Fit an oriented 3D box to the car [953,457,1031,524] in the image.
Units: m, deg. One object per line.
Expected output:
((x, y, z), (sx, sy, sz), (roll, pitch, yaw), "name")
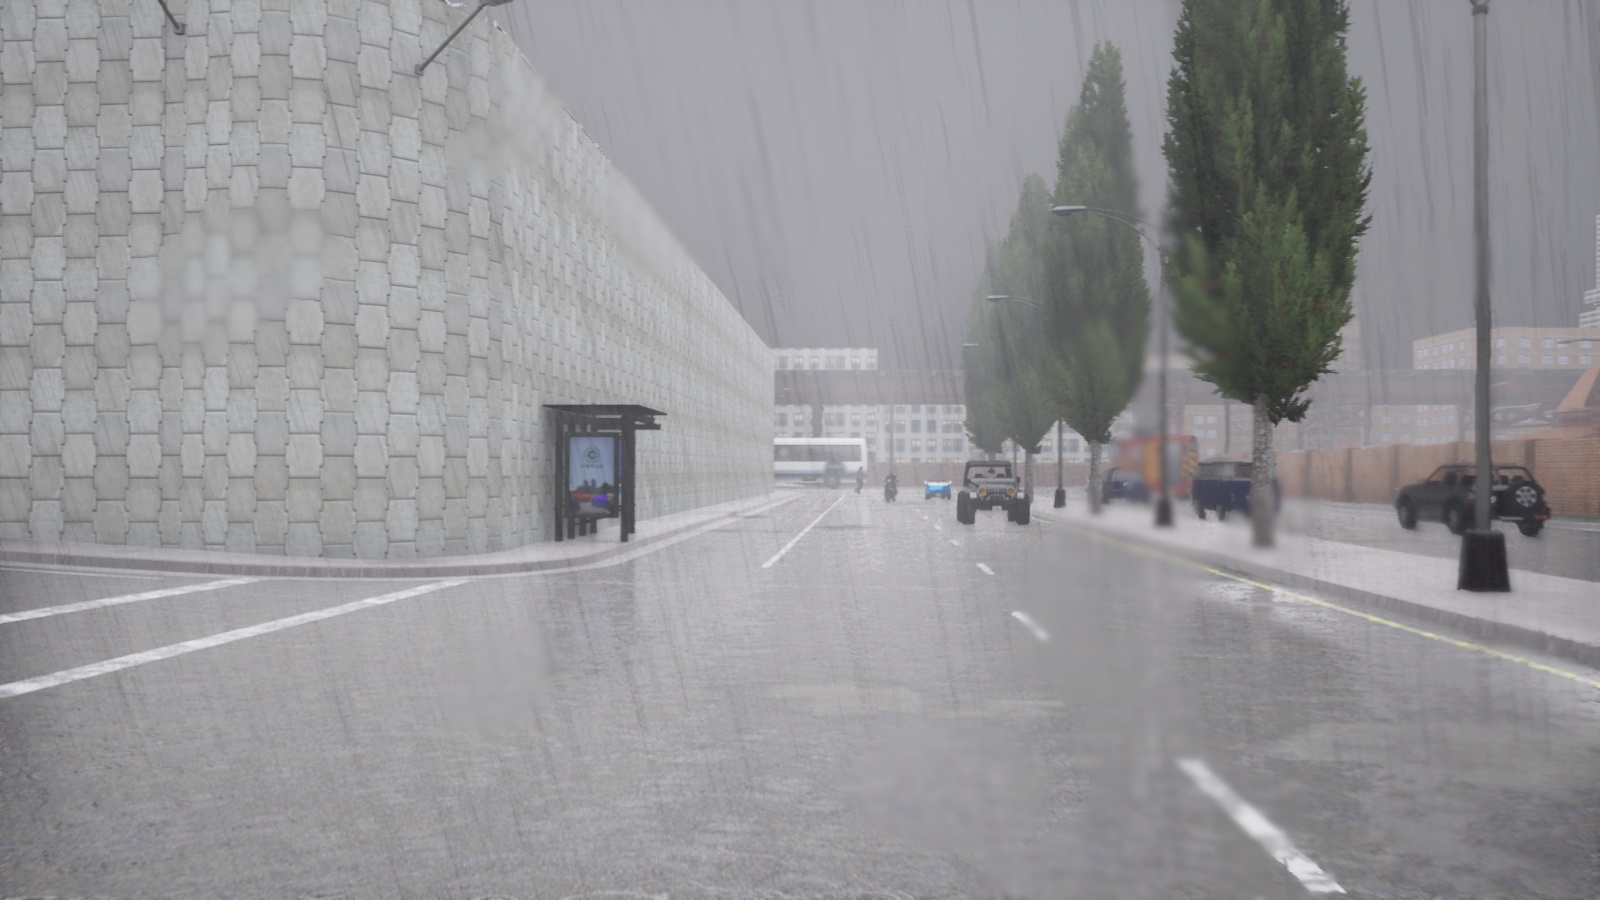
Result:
((5.648, 1.179, 37.335), (1.905, 1.878, 3.866), (0, -1, 3), "car")

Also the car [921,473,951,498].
((7.377, 1.921, 68.132), (1.481, 1.376, 2.207), (0, -1, 3), "car")

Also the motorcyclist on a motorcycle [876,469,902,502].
((4.398, 1.739, 62.095), (0.866, 1.590, 1.817), (-1, -1, 18), "motorcyclist on a motorcycle")

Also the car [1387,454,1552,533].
((16.862, 1.055, 31.933), (1.932, 1.855, 4.605), (0, -1, 3), "car")

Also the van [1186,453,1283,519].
((13.822, 1.139, 40.234), (1.775, 1.987, 4.442), (0, -1, 3), "van")

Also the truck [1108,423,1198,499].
((18.858, 0.634, 67.661), (2.891, 3.827, 8.468), (0, -1, 3), "truck")

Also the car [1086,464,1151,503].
((14.871, 1.538, 58.910), (2.097, 1.767, 4.553), (0, -1, 3), "car")
